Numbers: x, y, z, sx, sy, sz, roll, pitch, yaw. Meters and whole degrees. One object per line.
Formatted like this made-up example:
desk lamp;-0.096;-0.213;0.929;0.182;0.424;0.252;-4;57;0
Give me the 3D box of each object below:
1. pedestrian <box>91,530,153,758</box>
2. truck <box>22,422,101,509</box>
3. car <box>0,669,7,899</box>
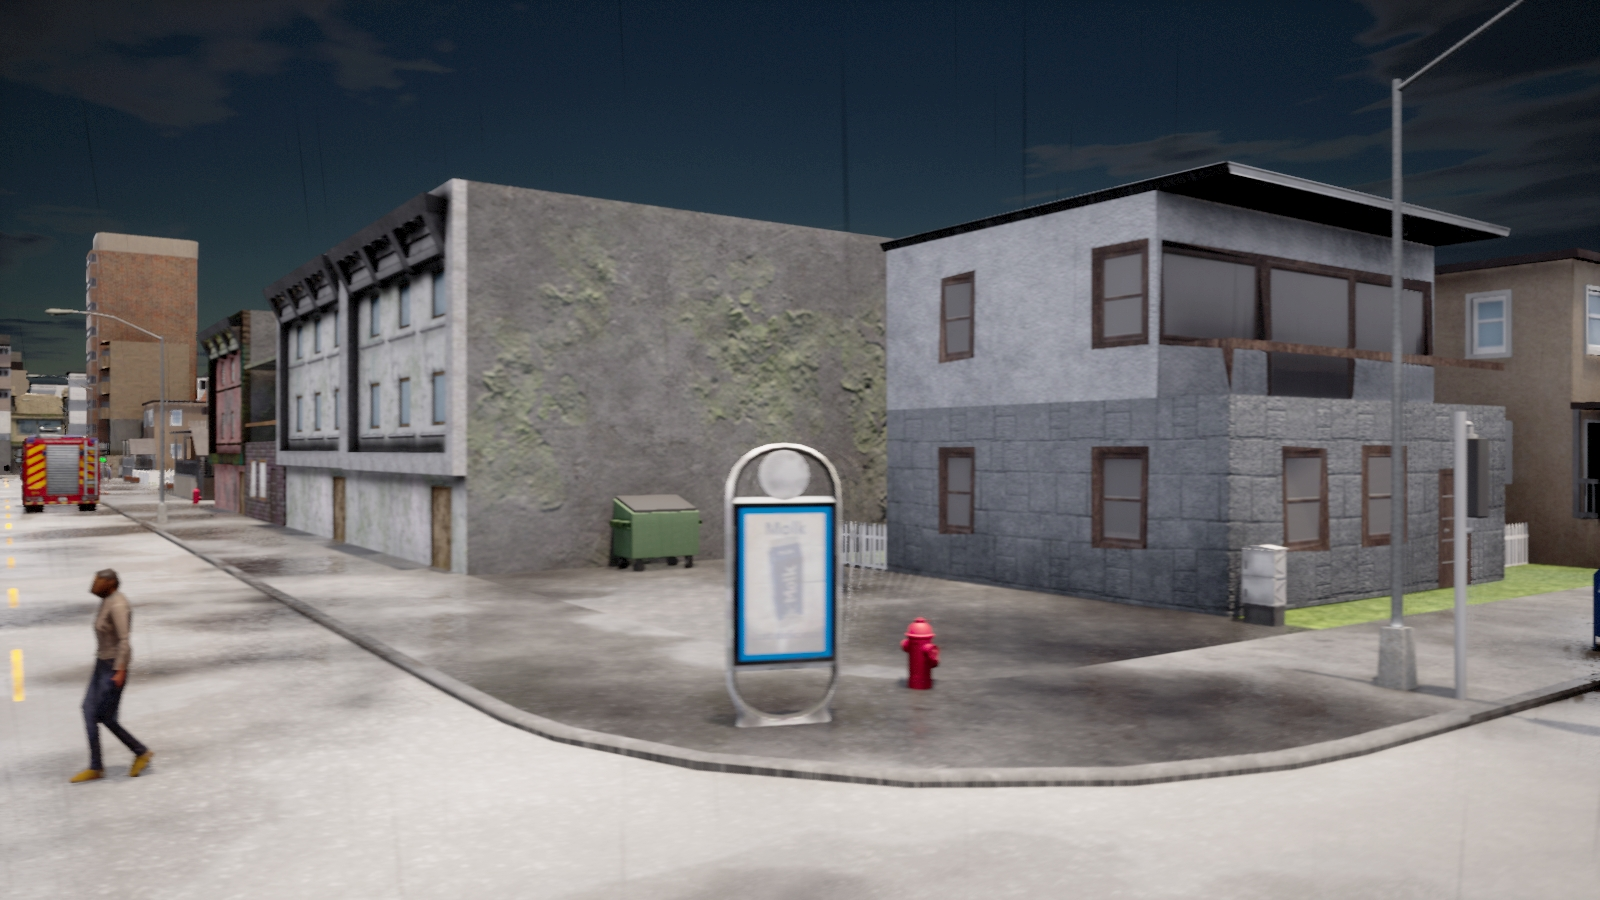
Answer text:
pedestrian;-5.794;1.628;9.762;0.375;1.860;0.375;0;0;-44
truck;-35.108;0.671;54.164;2.891;3.827;8.468;0;0;-35
car;-4.526;1.637;4.254;3.866;1.878;1.905;0;0;45
